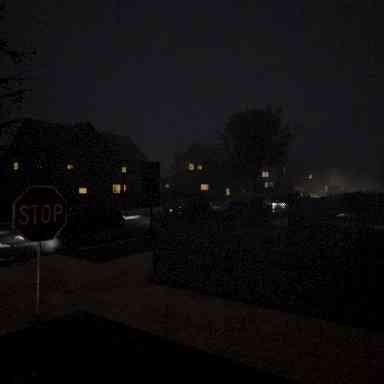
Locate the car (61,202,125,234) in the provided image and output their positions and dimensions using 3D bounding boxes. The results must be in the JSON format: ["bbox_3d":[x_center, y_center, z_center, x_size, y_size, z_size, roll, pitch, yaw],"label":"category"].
[{"bbox_3d":[-5.450,1.231,16.959,1.994,1.385,4.181,1,2,35],"label":"car"}]

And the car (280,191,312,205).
[{"bbox_3d":[11.507,0.627,35.719,1.837,1.490,4.892,1,2,35],"label":"car"}]

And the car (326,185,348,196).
[{"bbox_3d":[22.073,-0.079,50.566,2.150,2.045,5.566,1,2,35],"label":"car"}]

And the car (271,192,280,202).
[{"bbox_3d":[11.519,0.530,40.752,2.033,1.411,5.357,1,2,36],"label":"car"}]

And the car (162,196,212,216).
[{"bbox_3d":[-0.275,1.021,24.229,1.994,1.385,4.181,1,2,36],"label":"car"}]

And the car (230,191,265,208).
[{"bbox_3d":[5.430,0.704,32.240,1.882,1.535,5.008,1,2,35],"label":"car"}]
